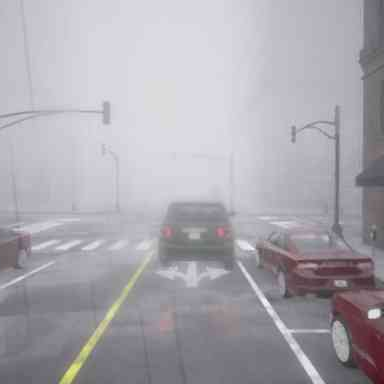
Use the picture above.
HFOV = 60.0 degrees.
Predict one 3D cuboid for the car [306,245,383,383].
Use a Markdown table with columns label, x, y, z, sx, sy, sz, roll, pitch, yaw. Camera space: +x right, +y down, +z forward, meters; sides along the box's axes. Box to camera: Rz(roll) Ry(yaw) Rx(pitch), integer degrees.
| label | x | y | z | sx | sy | sz | roll | pitch | yaw |
| --- | --- | --- | --- | --- | --- | --- | --- | --- | --- |
| car | 2.753 | 1.550 | 2.892 | 1.887 | 1.381 | 4.507 | -1 | 0 | 0 |

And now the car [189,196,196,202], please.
| label | x | y | z | sx | sy | sz | roll | pitch | yaw |
| --- | --- | --- | --- | --- | --- | --- | --- | --- | --- |
| car | 0.123 | 1.708 | 82.558 | 1.895 | 1.301 | 4.718 | 0 | 0 | 0 |

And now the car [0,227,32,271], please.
| label | x | y | z | sx | sy | sz | roll | pitch | yaw |
| --- | --- | --- | --- | --- | --- | --- | --- | --- | --- |
| car | -5.771 | 1.560 | 8.401 | 1.887 | 1.381 | 4.507 | -1 | 0 | 0 |

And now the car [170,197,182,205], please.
| label | x | y | z | sx | sy | sz | roll | pitch | yaw |
| --- | --- | --- | --- | --- | --- | --- | --- | --- | --- |
| car | -2.946 | 1.659 | 62.030 | 2.033 | 1.411 | 5.357 | 0 | 0 | 1 |

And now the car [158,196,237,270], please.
| label | x | y | z | sx | sy | sz | roll | pitch | yaw |
| --- | --- | --- | --- | --- | --- | --- | --- | --- | --- |
| car | 0.315 | 1.241 | 11.260 | 2.150 | 2.045 | 5.566 | 0 | 0 | 5 |

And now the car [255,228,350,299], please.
| label | x | y | z | sx | sy | sz | roll | pitch | yaw |
| --- | --- | --- | --- | --- | --- | --- | --- | --- | --- |
| car | 2.754 | 1.560 | 8.398 | 1.887 | 1.381 | 4.507 | -1 | 0 | 0 |

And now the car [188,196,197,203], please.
| label | x | y | z | sx | sy | sz | roll | pitch | yaw |
| --- | --- | --- | --- | --- | --- | --- | --- | --- | --- |
| car | 0.099 | 1.654 | 72.527 | 1.812 | 1.442 | 4.674 | 0 | 0 | 0 |
